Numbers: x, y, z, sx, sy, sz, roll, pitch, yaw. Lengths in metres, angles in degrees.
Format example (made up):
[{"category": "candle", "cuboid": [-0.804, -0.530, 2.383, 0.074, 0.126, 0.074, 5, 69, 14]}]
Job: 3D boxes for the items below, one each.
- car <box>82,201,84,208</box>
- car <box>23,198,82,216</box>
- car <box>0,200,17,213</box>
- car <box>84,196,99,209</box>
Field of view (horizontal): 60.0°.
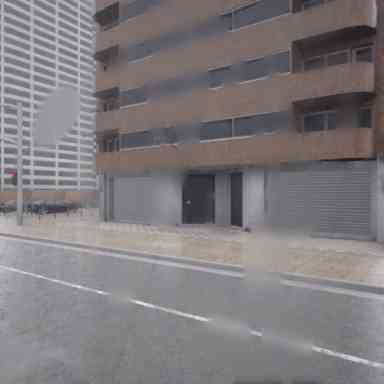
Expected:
[{"category": "car", "cuboid": [-15.161, 1.477, 37.566, 1.882, 1.535, 5.008, 0, 0, 35]}, {"category": "car", "cuboid": [-13.849, 1.477, 33.024, 1.882, 1.535, 5.008, 0, 0, 35]}, {"category": "car", "cuboid": [-19.532, 1.547, 37.405, 2.033, 1.411, 5.357, 0, 0, 35]}, {"category": "car", "cuboid": [-13.839, 1.564, 45.606, 1.994, 1.385, 4.181, 0, 0, 35]}]
